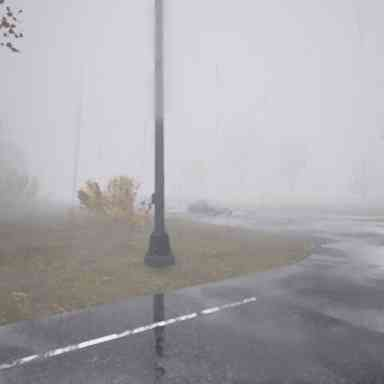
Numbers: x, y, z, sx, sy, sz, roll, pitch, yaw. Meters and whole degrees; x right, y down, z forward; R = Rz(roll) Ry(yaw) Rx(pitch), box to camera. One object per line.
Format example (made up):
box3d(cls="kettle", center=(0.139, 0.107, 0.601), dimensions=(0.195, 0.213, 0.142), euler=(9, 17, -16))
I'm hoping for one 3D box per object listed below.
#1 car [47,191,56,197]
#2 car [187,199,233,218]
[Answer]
box3d(cls="car", center=(-35.568, 0.482, 84.093), dimensions=(2.033, 1.411, 5.357), euler=(-1, 1, -28))
box3d(cls="car", center=(1.384, 1.300, 27.796), dimensions=(1.812, 1.442, 4.674), euler=(-1, 1, -35))
